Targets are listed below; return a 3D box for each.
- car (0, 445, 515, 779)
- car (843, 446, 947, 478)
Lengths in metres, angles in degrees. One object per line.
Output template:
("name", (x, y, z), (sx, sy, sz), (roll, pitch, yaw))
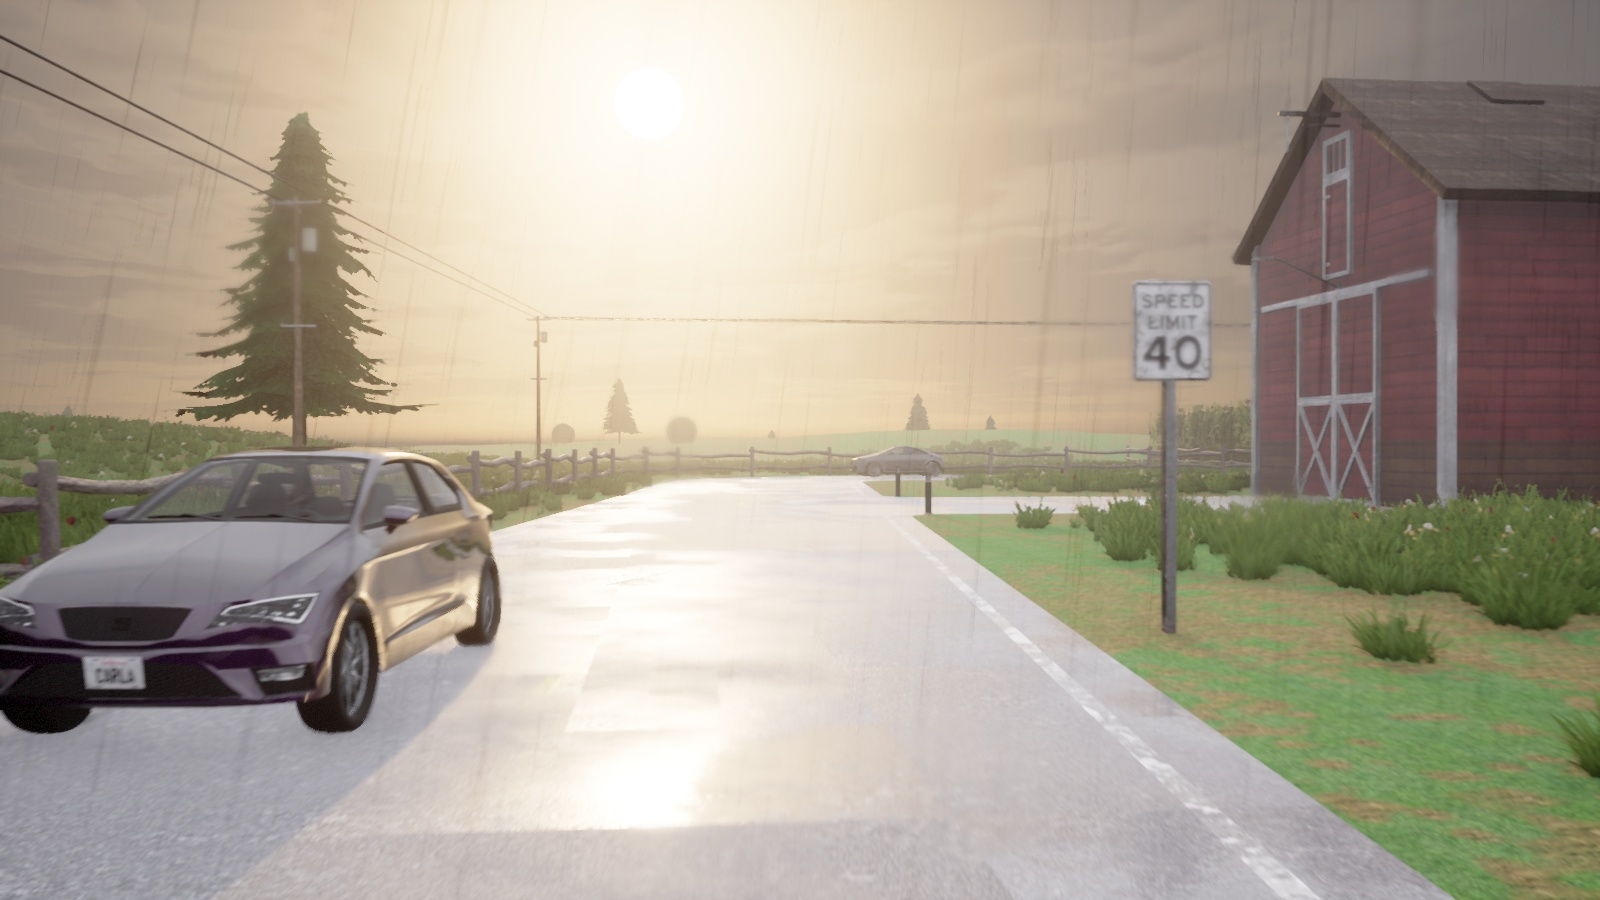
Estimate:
("car", (-3.141, 0.714, 7.686), (1.816, 1.474, 4.193), (0, 0, 0))
("car", (4.145, 0.503, 55.169), (4.181, 1.385, 1.994), (0, 0, -9))
